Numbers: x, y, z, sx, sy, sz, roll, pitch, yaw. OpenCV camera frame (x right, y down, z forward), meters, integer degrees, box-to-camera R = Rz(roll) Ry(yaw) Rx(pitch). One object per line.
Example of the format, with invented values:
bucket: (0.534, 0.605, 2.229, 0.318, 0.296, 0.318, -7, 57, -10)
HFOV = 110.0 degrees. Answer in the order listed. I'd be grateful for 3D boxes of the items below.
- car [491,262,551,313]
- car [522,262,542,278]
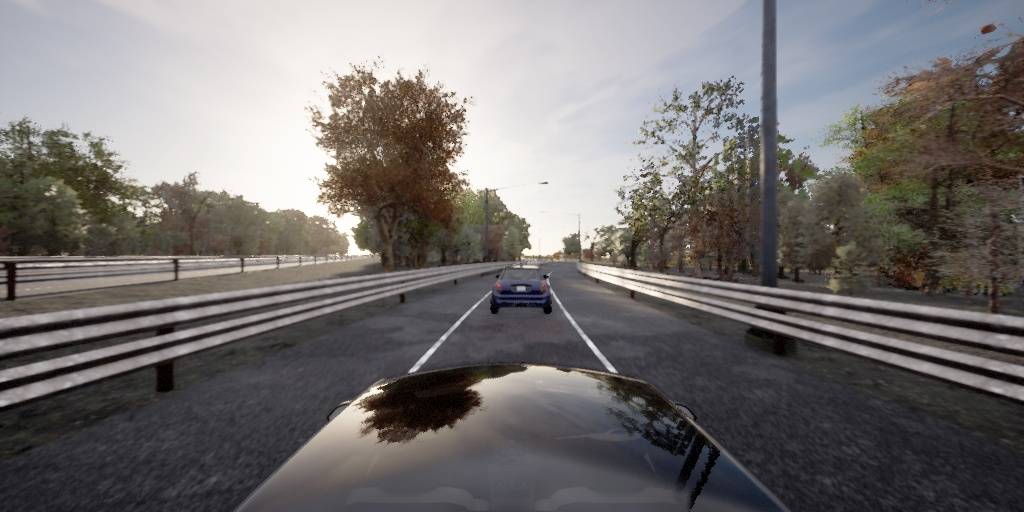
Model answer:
car: (0.392, 1.151, 14.385, 2.097, 1.767, 4.553, 0, 0, 2)
car: (2.241, 1.409, 38.073, 1.837, 1.490, 4.892, 0, 0, 7)
